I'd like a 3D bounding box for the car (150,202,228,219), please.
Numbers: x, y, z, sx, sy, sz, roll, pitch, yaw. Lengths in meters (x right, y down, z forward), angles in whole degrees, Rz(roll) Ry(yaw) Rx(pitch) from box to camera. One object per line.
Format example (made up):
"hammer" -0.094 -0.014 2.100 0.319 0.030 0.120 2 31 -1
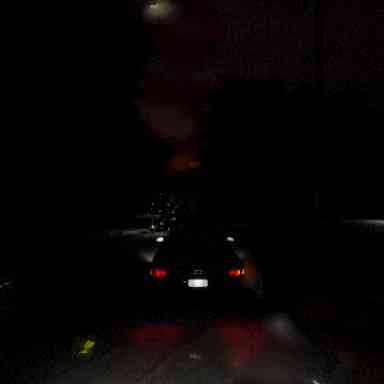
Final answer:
"car" 0.132 1.500 20.024 4.674 1.442 1.812 0 -1 -37

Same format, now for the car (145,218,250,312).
"car" 0.083 1.557 7.812 1.994 1.385 4.181 0 0 -1

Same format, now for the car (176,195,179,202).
"car" -3.185 1.492 44.716 1.895 1.301 4.718 0 0 0

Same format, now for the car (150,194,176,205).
"car" -3.149 1.272 34.786 2.097 1.767 4.553 1 0 0

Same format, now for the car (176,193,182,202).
"car" -3.201 1.329 55.033 2.128 1.511 4.902 0 0 0

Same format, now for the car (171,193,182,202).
"car" -3.144 1.099 69.319 2.097 1.767 4.553 0 0 0
